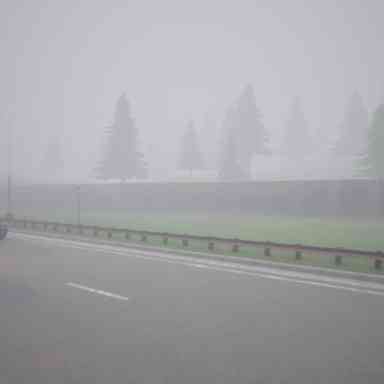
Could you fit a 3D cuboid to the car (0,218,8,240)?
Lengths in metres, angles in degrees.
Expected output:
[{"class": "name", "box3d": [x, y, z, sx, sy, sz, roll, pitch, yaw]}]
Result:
[{"class": "car", "box3d": [-10.509, 1.546, 15.772, 4.674, 1.442, 1.812, 0, 0, 35]}]
